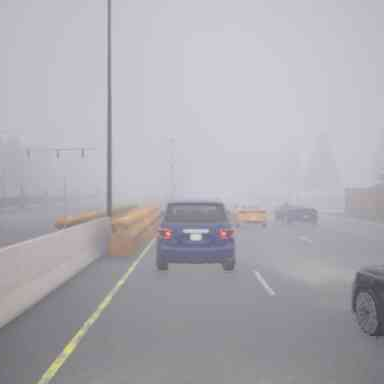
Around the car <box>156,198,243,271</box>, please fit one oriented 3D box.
[{"bbox_3d":[0.108,1.186,10.857,2.150,2.045,5.566,0,0,0],"label":"car"}]

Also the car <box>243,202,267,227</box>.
[{"bbox_3d":[3.614,1.404,22.081,1.882,1.535,5.008,0,-1,0],"label":"car"}]

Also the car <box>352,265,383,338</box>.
[{"bbox_3d":[3.602,1.480,3.683,2.128,1.511,4.902,0,0,0],"label":"car"}]

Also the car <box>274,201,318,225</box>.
[{"bbox_3d":[7.115,1.399,23.262,1.882,1.535,5.008,0,0,0],"label":"car"}]

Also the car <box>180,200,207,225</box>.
[{"bbox_3d":[0.116,1.422,24.684,1.837,1.490,4.892,0,0,0],"label":"car"}]
